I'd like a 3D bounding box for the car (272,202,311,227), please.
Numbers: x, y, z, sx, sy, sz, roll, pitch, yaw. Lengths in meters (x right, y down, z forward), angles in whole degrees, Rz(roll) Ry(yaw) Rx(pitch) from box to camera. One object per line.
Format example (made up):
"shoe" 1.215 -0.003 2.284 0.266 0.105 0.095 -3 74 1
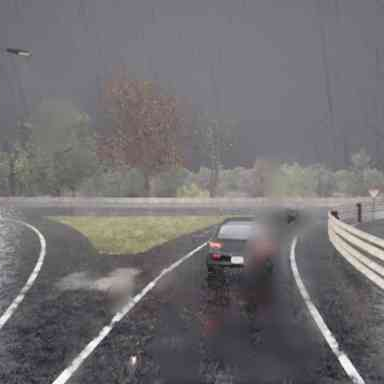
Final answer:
"car" 6.890 1.442 22.885 1.882 1.535 5.008 0 0 30

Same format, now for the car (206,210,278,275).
"car" 1.603 1.504 10.430 1.812 1.442 4.674 0 0 12
